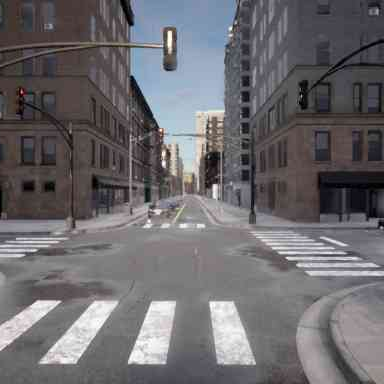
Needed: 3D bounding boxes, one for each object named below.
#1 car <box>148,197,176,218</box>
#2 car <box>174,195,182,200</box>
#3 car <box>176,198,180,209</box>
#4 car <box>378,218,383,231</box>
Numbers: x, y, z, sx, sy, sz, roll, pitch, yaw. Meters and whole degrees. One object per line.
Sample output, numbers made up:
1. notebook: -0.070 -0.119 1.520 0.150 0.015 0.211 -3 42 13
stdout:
1. car: -2.836 1.499 30.020 2.128 1.511 4.902 0 0 0
2. car: -2.810 1.555 49.089 1.812 1.442 4.674 0 0 0
3. car: -2.824 1.617 39.214 1.895 1.301 4.718 0 0 0
4. car: 12.379 1.563 17.894 4.313 1.339 1.947 0 0 0
